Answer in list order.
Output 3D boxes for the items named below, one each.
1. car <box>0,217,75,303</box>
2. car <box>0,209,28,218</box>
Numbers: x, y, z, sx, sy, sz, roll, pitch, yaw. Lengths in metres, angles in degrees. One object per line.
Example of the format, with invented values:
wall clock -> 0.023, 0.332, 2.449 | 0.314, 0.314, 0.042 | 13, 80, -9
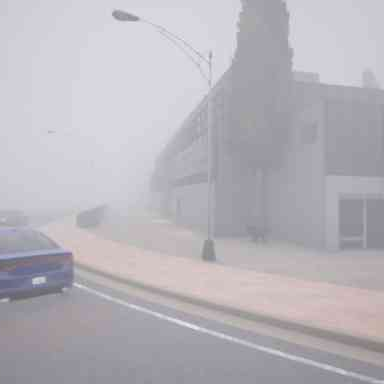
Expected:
car -> -4.747, 1.621, 8.360 | 1.882, 1.535, 5.008 | 2, -2, -44
car -> -14.064, 1.997, 25.784 | 1.994, 1.385, 4.181 | 1, -1, -15
